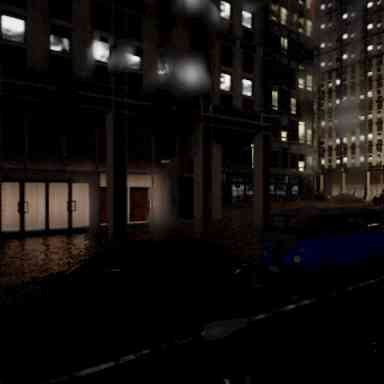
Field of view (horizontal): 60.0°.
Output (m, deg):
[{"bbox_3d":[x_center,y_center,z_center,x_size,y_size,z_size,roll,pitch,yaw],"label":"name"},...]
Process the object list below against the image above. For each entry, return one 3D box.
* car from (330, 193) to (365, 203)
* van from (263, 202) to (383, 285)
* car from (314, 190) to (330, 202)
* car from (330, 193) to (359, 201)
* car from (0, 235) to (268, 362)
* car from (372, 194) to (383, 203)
[{"bbox_3d":[23.212,1.028,48.975,1.802,1.307,4.206,1,0,-36],"label":"car"},{"bbox_3d":[3.687,1.326,9.198,3.998,1.788,1.690,0,0,-36],"label":"van"},{"bbox_3d":[19.969,0.654,53.502,2.192,1.841,5.009,1,0,-36],"label":"car"},{"bbox_3d":[26.734,0.895,58.440,1.802,1.307,4.206,1,0,-36],"label":"car"},{"bbox_3d":[-0.908,1.561,5.914,4.313,1.339,1.947,0,0,-36],"label":"car"},{"bbox_3d":[26.467,0.994,44.446,1.967,1.590,4.097,1,0,-36],"label":"car"}]
